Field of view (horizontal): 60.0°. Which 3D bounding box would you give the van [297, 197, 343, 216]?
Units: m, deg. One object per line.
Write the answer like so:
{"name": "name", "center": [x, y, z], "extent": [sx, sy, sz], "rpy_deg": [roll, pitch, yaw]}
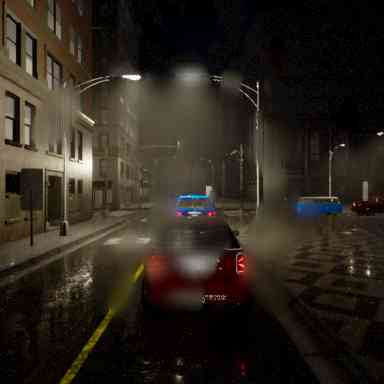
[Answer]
{"name": "van", "center": [11.780, 1.350, 30.766], "extent": [3.998, 1.788, 1.690], "rpy_deg": [0, 0, -1]}

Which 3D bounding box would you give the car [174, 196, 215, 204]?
{"name": "car", "center": [0.132, 1.208, 17.887], "extent": [2.150, 2.045, 5.566], "rpy_deg": [0, 0, 0]}

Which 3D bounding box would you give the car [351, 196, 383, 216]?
{"name": "car", "center": [17.421, 1.323, 30.842], "extent": [5.009, 1.841, 2.192], "rpy_deg": [0, 0, -1]}

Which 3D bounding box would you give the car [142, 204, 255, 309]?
{"name": "car", "center": [0.116, 1.347, 8.030], "extent": [2.097, 1.767, 4.553], "rpy_deg": [0, 0, 0]}
